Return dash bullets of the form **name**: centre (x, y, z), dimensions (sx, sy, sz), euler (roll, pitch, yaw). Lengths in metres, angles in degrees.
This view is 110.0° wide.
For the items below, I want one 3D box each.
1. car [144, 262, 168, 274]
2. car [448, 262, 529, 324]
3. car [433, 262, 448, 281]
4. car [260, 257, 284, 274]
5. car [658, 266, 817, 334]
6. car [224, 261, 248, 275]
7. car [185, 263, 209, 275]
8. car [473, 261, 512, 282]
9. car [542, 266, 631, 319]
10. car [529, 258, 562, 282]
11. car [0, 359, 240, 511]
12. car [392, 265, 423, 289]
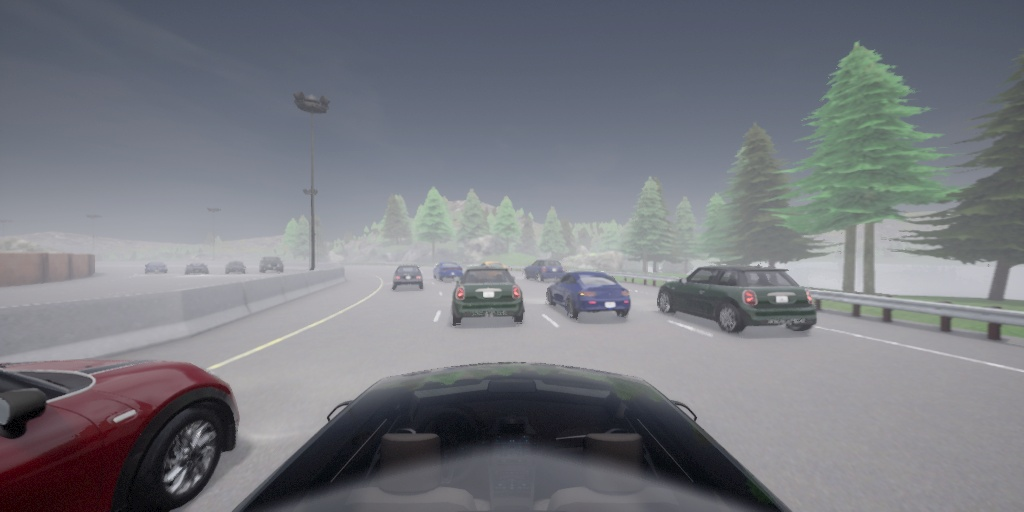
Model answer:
- **car**: centre (-43.491, 1.457, 43.866), dimensions (4.674, 1.442, 1.812), euler (0, 0, 44)
- **car**: centre (-0.912, 1.095, 12.162), dimensions (2.097, 1.767, 4.553), euler (0, 0, -7)
- **car**: centre (-5.443, 1.225, 30.117), dimensions (1.882, 1.535, 5.008), euler (0, 0, -20)
- **car**: centre (-30.061, 1.083, 44.848), dimensions (2.150, 2.045, 5.566), euler (0, 0, -39)
- **car**: centre (6.289, 1.059, 10.744), dimensions (2.097, 1.767, 4.553), euler (0, 0, -6)
- **car**: centre (-32.436, 1.381, 42.157), dimensions (1.837, 1.490, 4.892), euler (0, -1, -39)
- **car**: centre (-36.267, 1.460, 41.343), dimensions (1.994, 1.385, 4.181), euler (0, 0, -41)
- **car**: centre (-1.751, 1.206, 30.157), dimensions (1.882, 1.535, 5.008), euler (0, 0, -20)
- **car**: centre (2.563, 1.250, 12.697), dimensions (1.812, 1.442, 4.674), euler (0, 0, -7)
- **car**: centre (2.495, 1.060, 28.434), dimensions (2.097, 1.767, 4.553), euler (0, 0, -17)
- **car**: centre (-3.640, 1.120, 1.508), dimensions (2.097, 1.767, 4.553), euler (0, 0, 0)
- **car**: centre (-6.803, 1.310, 23.431), dimensions (2.033, 1.411, 5.357), euler (0, 0, -17)
